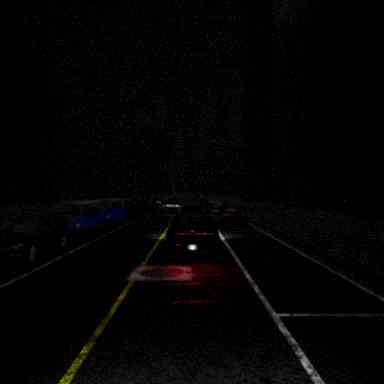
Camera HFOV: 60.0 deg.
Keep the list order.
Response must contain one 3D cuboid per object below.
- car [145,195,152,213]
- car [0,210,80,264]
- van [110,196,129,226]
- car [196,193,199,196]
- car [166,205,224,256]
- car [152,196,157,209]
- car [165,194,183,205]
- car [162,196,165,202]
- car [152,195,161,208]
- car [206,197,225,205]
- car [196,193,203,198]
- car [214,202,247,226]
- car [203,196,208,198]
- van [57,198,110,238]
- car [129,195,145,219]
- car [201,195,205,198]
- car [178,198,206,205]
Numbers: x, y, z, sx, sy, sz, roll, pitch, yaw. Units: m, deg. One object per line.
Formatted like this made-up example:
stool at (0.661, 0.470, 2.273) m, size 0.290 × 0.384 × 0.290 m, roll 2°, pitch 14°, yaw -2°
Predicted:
car at (-5.787, 1.305, 34.393) m, size 2.192 × 1.841 × 5.009 m, roll 0°, pitch 0°, yaw 0°
car at (-5.771, 1.547, 11.683) m, size 2.008 × 1.369 × 4.403 m, roll 0°, pitch 0°, yaw 0°
van at (-5.779, 1.334, 23.038) m, size 1.690 × 1.788 × 3.998 m, roll 0°, pitch 0°, yaw 0°
car at (2.706, 1.544, 79.826) m, size 2.008 × 1.369 × 4.403 m, roll 0°, pitch 0°, yaw 0°
car at (0.037, 1.502, 13.037) m, size 1.837 × 1.490 × 4.892 m, roll 0°, pitch 0°, yaw 1°
car at (-5.791, 1.555, 40.070) m, size 1.947 × 1.339 × 4.313 m, roll 0°, pitch 0°, yaw 0°
car at (-3.094, 1.535, 57.445) m, size 2.033 × 1.411 × 5.357 m, roll 0°, pitch 0°, yaw 1°
car at (-5.799, 1.539, 51.425) m, size 2.008 × 1.369 × 4.403 m, roll 0°, pitch 0°, yaw 0°
car at (-5.795, 1.303, 45.747) m, size 2.192 × 1.841 × 5.009 m, roll 0°, pitch 0°, yaw 0°
car at (2.738, 1.541, 34.405) m, size 2.008 × 1.369 × 4.403 m, roll 0°, pitch 0°, yaw 0°
car at (2.316, 1.466, 63.849) m, size 1.882 × 1.535 × 5.008 m, roll 0°, pitch 0°, yaw 0°
car at (2.746, 1.575, 23.050) m, size 1.802 × 1.307 × 4.206 m, roll 0°, pitch 0°, yaw 0°
car at (2.730, 1.570, 45.761) m, size 1.802 × 1.307 × 4.206 m, roll 0°, pitch 0°, yaw 0°
van at (-5.775, 1.336, 17.360) m, size 1.690 × 1.788 × 3.998 m, roll 0°, pitch 0°, yaw 0°
car at (-5.783, 1.307, 28.715) m, size 2.192 × 1.841 × 5.009 m, roll 0°, pitch 0°, yaw 0°
car at (2.726, 1.513, 51.608) m, size 1.752 × 1.417 × 4.829 m, roll 0°, pitch 0°, yaw 0°
car at (0.026, 1.498, 28.045) m, size 1.837 × 1.490 × 4.892 m, roll 0°, pitch 0°, yaw 1°
